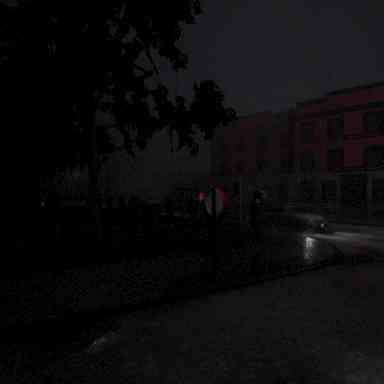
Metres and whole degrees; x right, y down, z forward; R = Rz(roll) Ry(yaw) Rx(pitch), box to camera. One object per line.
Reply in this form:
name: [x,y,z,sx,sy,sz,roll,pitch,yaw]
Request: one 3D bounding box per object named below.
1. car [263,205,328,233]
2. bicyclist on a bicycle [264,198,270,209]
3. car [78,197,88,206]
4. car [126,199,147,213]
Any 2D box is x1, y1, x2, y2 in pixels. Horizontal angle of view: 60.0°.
car: [5.747,1.526,19.957,1.812,1.442,4.674,0,0,-35]
bicyclist on a bicycle: [7.151,1.348,32.517,1.656,1.620,0.582,0,0,-35]
car: [-16.556,1.482,51.478,1.882,1.535,5.008,0,0,-35]
car: [-5.391,1.504,35.650,1.837,1.490,4.892,0,0,-35]
